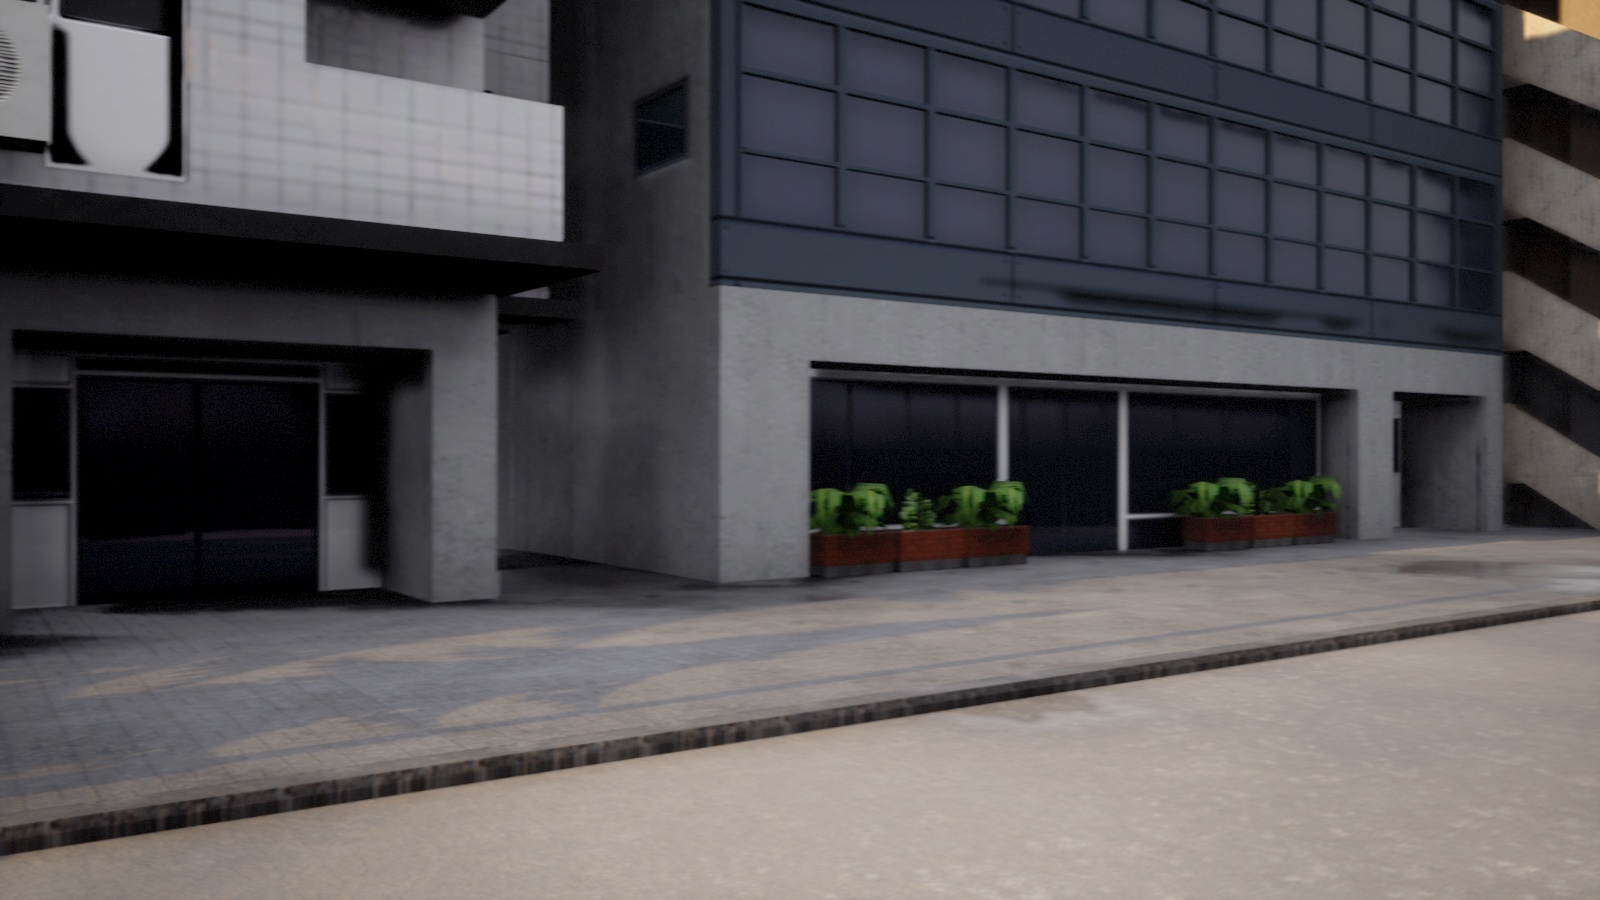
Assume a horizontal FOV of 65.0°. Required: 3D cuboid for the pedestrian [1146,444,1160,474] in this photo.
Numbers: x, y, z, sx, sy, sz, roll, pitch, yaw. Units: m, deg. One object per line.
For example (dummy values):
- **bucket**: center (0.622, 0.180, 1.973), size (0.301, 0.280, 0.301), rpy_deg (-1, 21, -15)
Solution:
- **pedestrian**: center (21.849, 0.544, 77.816), size (0.402, 1.842, 0.726), rpy_deg (0, 0, -36)
